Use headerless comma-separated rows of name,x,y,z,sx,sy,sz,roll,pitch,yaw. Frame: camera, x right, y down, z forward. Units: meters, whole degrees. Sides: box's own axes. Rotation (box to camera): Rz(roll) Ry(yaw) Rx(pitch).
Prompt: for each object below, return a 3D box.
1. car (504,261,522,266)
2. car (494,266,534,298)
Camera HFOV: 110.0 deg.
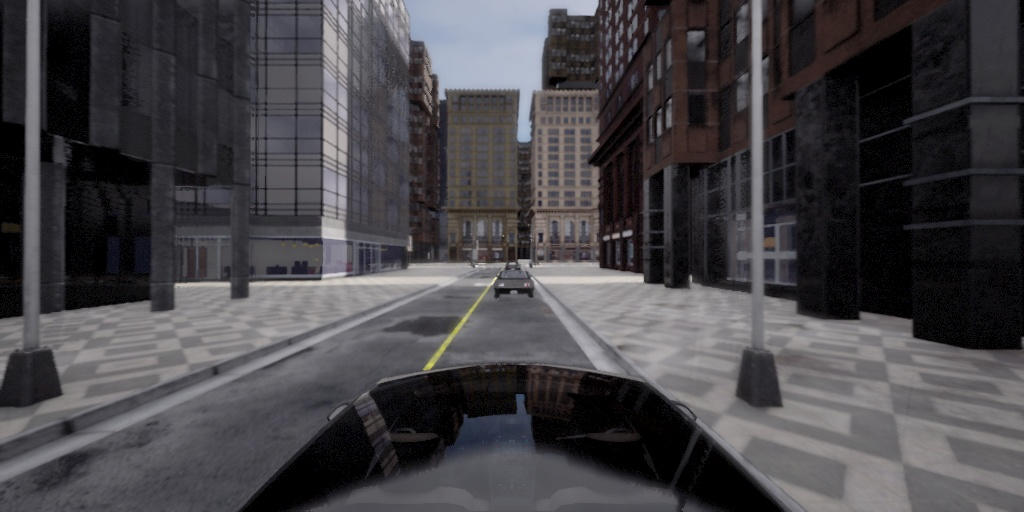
car,0.112,1.327,41.338,1.812,1.442,4.674,0,0,0
car,0.105,1.367,18.639,1.895,1.301,4.718,0,0,0
